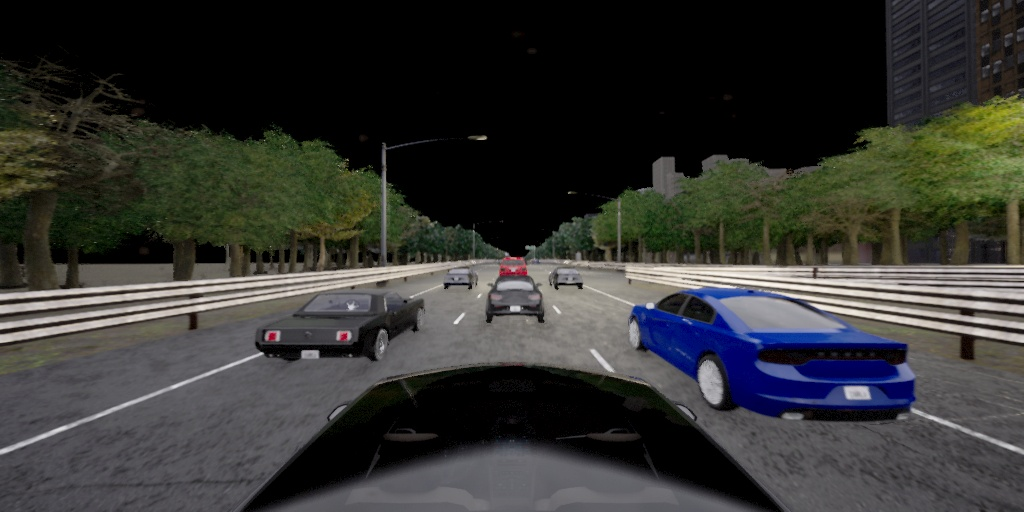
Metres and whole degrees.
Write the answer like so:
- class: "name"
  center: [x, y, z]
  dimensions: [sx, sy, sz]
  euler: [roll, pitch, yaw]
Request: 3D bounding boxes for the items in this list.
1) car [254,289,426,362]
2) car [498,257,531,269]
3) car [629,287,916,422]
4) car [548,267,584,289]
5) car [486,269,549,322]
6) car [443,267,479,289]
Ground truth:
- class: "car"
  center: [-3.424, 1.412, 8.335]
  dimensions: [1.895, 1.301, 4.718]
  euler: [0, -1, 0]
- class: "car"
  center: [0.102, 1.160, 28.918]
  dimensions: [2.150, 2.045, 5.566]
  euler: [0, 0, 0]
- class: "car"
  center: [3.564, 1.268, 6.163]
  dimensions: [1.882, 1.535, 5.008]
  euler: [0, 0, 0]
- class: "car"
  center: [3.590, 1.467, 24.533]
  dimensions: [2.033, 1.411, 5.357]
  euler: [0, 0, 0]
- class: "car"
  center: [0.097, 1.371, 12.628]
  dimensions: [1.812, 1.442, 4.674]
  euler: [0, 0, 0]
- class: "car"
  center: [-3.411, 1.467, 24.580]
  dimensions: [2.033, 1.411, 5.357]
  euler: [0, 0, 0]
